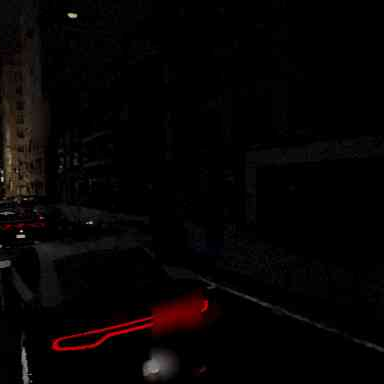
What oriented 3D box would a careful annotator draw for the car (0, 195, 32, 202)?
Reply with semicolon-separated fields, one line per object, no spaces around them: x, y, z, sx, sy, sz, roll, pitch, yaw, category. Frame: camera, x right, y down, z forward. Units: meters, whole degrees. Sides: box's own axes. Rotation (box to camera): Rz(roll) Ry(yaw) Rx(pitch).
-10.514;1.192;18.379;2.097;1.767;4.553;-2;2;-33;car

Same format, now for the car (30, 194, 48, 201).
-11.012;1.075;22.674;2.192;1.841;5.009;-2;2;-33;car

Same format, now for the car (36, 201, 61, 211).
-7.970;1.367;18.091;1.802;1.307;4.206;-2;2;-33;car

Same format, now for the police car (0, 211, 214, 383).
-1.765;1.343;5.151;1.930;1.638;5.238;-2;2;-33;police car

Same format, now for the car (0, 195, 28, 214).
-17.077;1.149;31.855;1.967;1.590;4.097;-2;2;-33;car

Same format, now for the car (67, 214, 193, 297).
-1.903;1.420;8.914;1.802;1.307;4.206;-2;2;-33;car

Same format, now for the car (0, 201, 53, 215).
-7.218;1.348;13.402;1.882;1.535;5.008;-2;2;-33;car

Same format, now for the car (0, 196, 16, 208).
-23.142;1.210;41.036;2.008;1.369;4.403;-2;2;-33;car

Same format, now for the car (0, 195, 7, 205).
-29.210;1.177;50.214;1.947;1.339;4.313;-2;2;-33;car
